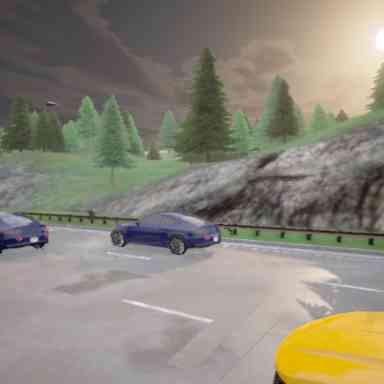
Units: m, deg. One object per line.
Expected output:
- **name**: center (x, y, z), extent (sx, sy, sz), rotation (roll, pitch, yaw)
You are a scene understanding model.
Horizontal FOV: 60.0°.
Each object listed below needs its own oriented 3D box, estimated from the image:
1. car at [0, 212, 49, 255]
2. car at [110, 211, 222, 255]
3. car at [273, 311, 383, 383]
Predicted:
- **car**: center (-7.439, 1.493, 12.870), extent (4.674, 1.442, 1.812), rotation (0, 0, 33)
- **car**: center (-1.084, 1.469, 12.909), extent (4.674, 1.442, 1.812), rotation (0, 0, 33)
- **car**: center (2.909, 1.457, 1.770), extent (5.008, 1.535, 1.882), rotation (0, 0, 37)
